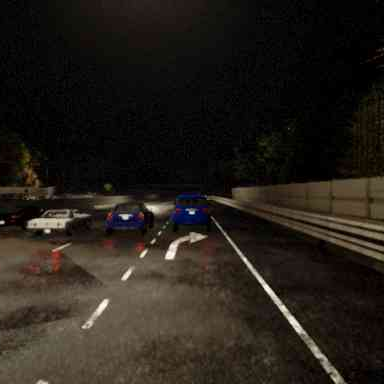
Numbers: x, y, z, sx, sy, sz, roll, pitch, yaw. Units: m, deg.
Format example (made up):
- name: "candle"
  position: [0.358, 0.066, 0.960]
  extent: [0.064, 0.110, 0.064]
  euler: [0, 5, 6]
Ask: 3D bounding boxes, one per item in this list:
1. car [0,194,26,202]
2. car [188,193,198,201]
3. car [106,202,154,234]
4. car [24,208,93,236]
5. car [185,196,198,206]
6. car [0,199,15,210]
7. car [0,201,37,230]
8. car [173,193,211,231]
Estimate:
- name: "car"
  position: [-21.094, 1.208, 38.040]
  extent: [2.150, 2.045, 5.566]
  euler: [0, 0, 0]
- name: "car"
  position: [0.335, 1.311, 91.206]
  extent: [2.150, 2.045, 5.566]
  euler: [0, 0, 5]
- name: "car"
  position: [-3.405, 1.337, 19.122]
  extent: [2.097, 1.767, 4.553]
  euler: [0, 0, 0]
- name: "car"
  position: [-6.902, 1.586, 18.105]
  extent: [1.895, 1.301, 4.718]
  euler: [0, 0, 0]
- name: "car"
  position: [-0.014, 1.505, 57.134]
  extent: [2.128, 1.511, 4.902]
  euler: [0, 0, 0]
- name: "car"
  position: [-24.573, 1.555, 42.195]
  extent: [1.994, 1.385, 4.181]
  euler: [0, 0, 0]
- name: "car"
  position: [-10.406, 1.510, 20.558]
  extent: [1.812, 1.442, 4.674]
  euler: [0, 0, 0]
- name: "car"
  position: [-0.005, 1.206, 20.540]
  extent: [2.150, 2.045, 5.566]
  euler: [0, 0, 0]
